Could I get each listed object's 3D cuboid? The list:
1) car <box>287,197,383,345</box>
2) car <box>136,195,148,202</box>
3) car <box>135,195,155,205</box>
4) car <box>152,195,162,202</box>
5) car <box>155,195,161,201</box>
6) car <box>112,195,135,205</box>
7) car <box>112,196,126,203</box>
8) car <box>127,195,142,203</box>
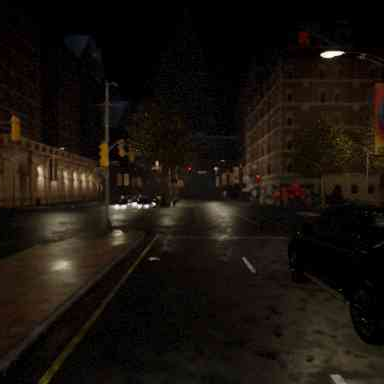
[{"bbox_3d":[3.597,1.214,6.491,2.150,2.045,5.566,0,0,0],"label":"car"},{"bbox_3d":[-11.556,1.441,76.896,2.128,1.511,4.902,0,0,0],"label":"car"},{"bbox_3d":[-8.061,1.501,57.204,1.994,1.385,4.181,0,0,0],"label":"car"},{"bbox_3d":[-8.057,1.392,77.729,1.882,1.535,5.008,0,0,0],"label":"car"},{"bbox_3d":[-8.049,1.429,67.388,1.837,1.490,4.892,0,0,0],"label":"car"},{"bbox_3d":[-11.562,1.429,56.829,2.128,1.511,4.902,0,0,0],"label":"car"},{"bbox_3d":[-14.799,1.521,67.378,1.895,1.301,4.718,0,0,0],"label":"car"},{"bbox_3d":[-11.549,1.424,66.821,2.128,1.511,4.902,0,0,0],"label":"car"}]
